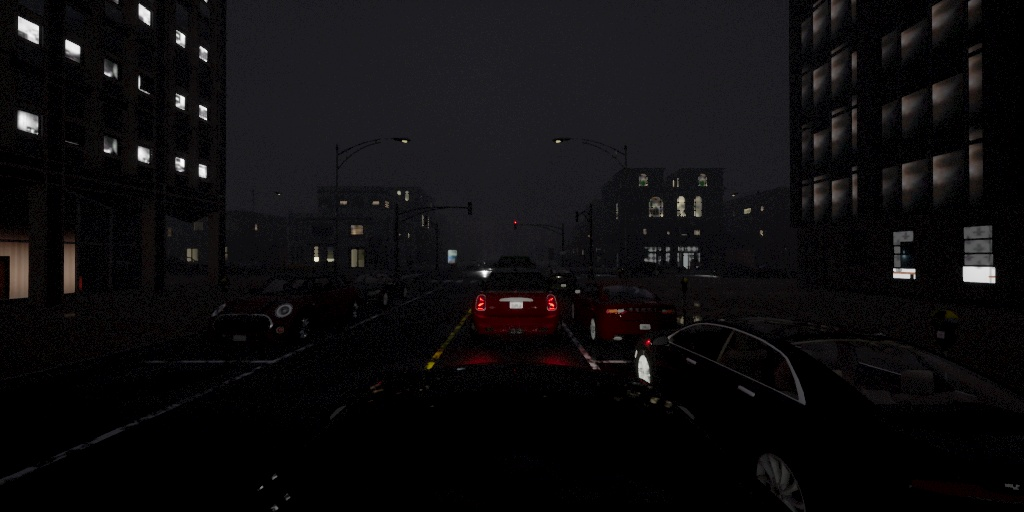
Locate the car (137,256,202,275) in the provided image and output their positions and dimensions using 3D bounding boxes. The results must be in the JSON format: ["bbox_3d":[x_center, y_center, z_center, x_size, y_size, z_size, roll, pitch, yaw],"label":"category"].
[{"bbox_3d":[-30.971,0.918,33.324,5.009,1.841,2.192,0,0,1],"label":"car"}]

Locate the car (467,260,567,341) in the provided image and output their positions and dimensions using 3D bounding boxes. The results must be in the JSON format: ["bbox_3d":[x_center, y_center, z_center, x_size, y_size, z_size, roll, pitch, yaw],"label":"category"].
[{"bbox_3d":[0.094,1.103,10.016,2.097,1.767,4.553,0,0,0],"label":"car"}]

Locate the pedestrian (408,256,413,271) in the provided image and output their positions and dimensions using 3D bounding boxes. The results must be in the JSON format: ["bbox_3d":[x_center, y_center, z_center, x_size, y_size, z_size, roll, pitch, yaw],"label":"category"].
[{"bbox_3d":[-12.577,0.885,44.383,0.375,1.860,0.375,0,-1,1],"label":"pedestrian"}]

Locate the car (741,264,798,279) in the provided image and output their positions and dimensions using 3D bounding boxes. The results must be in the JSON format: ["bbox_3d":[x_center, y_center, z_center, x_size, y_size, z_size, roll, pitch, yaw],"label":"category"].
[{"bbox_3d":[23.624,1.433,32.481,4.207,1.307,1.802,0,0,1],"label":"car"}]

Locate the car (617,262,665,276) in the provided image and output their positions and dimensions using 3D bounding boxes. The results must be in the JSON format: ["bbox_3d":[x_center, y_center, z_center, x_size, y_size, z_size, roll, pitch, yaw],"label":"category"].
[{"bbox_3d":[13.763,1.339,38.448,4.892,1.490,1.837,0,0,1],"label":"car"}]

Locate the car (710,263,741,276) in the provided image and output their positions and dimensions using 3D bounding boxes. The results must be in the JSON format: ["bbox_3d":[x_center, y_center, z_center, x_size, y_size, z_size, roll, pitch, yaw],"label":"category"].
[{"bbox_3d":[23.610,1.446,38.303,4.181,1.385,1.994,0,0,2],"label":"car"}]

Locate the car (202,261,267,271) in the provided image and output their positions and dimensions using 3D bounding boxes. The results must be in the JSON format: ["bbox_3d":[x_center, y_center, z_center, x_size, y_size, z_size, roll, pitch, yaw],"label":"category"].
[{"bbox_3d":[-25.434,1.177,33.242,4.403,1.370,2.007,0,0,1],"label":"car"}]

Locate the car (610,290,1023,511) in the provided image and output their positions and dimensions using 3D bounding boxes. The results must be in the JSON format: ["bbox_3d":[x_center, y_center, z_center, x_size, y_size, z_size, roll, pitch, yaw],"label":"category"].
[{"bbox_3d":[2.689,1.301,3.779,2.007,1.370,4.403,0,0,0],"label":"car"}]

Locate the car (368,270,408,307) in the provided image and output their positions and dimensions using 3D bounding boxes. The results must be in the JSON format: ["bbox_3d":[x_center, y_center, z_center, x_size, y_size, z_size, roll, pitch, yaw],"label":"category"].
[{"bbox_3d":[-5.698,1.302,15.176,2.007,1.370,4.403,0,0,0],"label":"car"}]

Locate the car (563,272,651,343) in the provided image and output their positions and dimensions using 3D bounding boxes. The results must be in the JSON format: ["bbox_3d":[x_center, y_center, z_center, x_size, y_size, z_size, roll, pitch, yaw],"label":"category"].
[{"bbox_3d":[2.686,1.296,9.471,1.888,1.381,4.507,0,0,0],"label":"car"}]

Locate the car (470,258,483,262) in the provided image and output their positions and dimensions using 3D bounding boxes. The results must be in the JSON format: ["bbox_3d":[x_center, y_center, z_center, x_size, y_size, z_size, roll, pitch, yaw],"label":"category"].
[{"bbox_3d":[-5.721,1.338,53.254,1.802,1.307,4.207,0,0,0],"label":"car"}]

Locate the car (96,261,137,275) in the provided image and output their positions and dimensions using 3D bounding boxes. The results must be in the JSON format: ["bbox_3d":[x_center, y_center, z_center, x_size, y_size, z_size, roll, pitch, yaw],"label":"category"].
[{"bbox_3d":[-36.507,1.131,33.406,4.403,1.370,2.007,0,0,1],"label":"car"}]

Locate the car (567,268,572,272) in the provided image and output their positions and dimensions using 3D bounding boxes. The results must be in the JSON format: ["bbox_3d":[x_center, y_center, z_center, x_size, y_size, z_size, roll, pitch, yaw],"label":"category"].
[{"bbox_3d":[2.679,1.302,20.855,2.007,1.370,4.403,0,0,0],"label":"car"}]

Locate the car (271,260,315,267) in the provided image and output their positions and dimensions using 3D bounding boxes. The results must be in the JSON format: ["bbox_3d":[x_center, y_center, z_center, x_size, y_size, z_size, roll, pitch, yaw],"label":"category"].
[{"bbox_3d":[-25.478,1.198,41.624,4.829,1.417,1.751,0,0,1],"label":"car"}]

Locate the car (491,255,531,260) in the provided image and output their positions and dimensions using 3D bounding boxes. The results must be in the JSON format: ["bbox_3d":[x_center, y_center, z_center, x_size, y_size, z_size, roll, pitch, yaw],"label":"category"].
[{"bbox_3d":[0.109,0.973,20.169,2.150,2.045,5.566,0,0,-1],"label":"car"}]

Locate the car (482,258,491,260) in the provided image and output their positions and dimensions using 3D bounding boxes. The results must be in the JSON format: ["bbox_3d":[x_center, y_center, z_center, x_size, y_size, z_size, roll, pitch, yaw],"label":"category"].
[{"bbox_3d":[-3.103,1.357,52.111,1.895,1.301,4.718,0,0,-1],"label":"car"}]

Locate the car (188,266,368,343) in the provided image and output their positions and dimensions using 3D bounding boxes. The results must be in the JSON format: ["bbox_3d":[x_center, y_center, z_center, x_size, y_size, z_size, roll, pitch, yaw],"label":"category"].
[{"bbox_3d":[-5.695,1.190,9.483,1.967,1.591,4.097,0,0,0],"label":"car"}]
